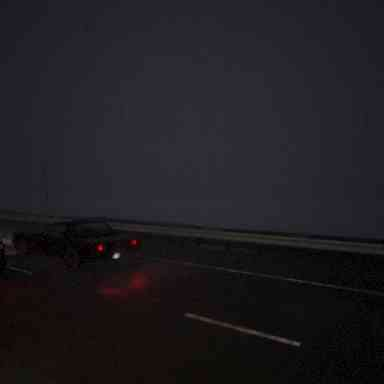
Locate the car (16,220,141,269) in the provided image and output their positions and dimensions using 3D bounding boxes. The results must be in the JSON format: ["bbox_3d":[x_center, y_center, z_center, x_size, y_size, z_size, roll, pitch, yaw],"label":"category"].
[{"bbox_3d":[-4.029,1.595,11.121,4.718,1.301,1.895,0,0,36],"label":"car"}]

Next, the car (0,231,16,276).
[{"bbox_3d":[-6.997,1.344,8.947,4.553,1.767,2.097,0,0,36],"label":"car"}]
